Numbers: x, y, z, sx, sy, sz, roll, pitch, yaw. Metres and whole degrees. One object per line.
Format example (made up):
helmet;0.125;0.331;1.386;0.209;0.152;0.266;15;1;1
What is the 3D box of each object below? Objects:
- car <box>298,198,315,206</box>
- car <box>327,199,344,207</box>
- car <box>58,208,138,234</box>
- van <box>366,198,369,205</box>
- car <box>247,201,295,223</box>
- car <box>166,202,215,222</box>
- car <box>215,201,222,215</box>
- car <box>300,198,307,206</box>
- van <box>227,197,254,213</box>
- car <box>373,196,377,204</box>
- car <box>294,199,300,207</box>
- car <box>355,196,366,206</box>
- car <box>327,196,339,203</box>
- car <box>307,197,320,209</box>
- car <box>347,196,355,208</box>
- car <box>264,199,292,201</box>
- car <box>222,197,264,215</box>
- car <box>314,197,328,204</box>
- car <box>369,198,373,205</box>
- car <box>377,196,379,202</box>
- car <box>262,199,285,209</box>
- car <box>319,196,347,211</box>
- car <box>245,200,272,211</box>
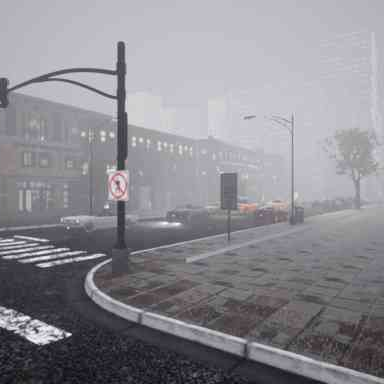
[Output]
car;21.864;1.875;63.538;2.008;1.369;4.403;0;-1;35
car;25.127;1.912;58.102;1.895;1.301;4.718;0;0;35
car;-5.525;1.667;20.063;1.895;1.301;4.718;0;0;35
van;31.898;1.698;63.241;1.690;1.788;3.998;0;-1;35
car;6.519;1.669;27.044;1.887;1.381;4.507;0;0;35
car;-0.272;1.670;27.521;1.994;1.385;4.181;0;0;36
car;2.700;1.673;36.273;1.752;1.417;4.829;0;0;35
car;18.686;1.844;59.016;2.008;1.369;4.403;0;-1;35
van;5.975;1.516;40.934;1.690;1.788;3.998;0;0;35
car;38.352;1.947;72.420;1.752;1.417;4.829;0;-1;35
car;15.508;1.814;54.496;2.008;1.369;4.403;0;-1;35
car;28.720;1.641;58.721;2.192;1.841;5.009;0;-1;35
car;34.575;1.892;81.621;1.967;1.590;4.097;0;-1;35
car;19.336;1.748;49.864;2.128;1.511;4.902;0;0;35
car;22.365;1.580;49.679;2.192;1.841;5.009;0;-1;35
car;11.412;1.683;44.081;1.882;1.535;5.008;0;0;36
car;5.539;1.506;35.783;2.097;1.767;4.553;0;0;35
car;28.219;1.826;72.579;1.967;1.590;4.097;0;-1;35
car;35.076;1.971;67.759;1.802;1.307;4.206;0;-1;35
car;41.431;2.036;76.801;1.802;1.307;4.206;0;-1;35
car;12.233;1.757;49.836;1.752;1.417;4.829;0;0;35
car;19.187;1.675;45.157;1.967;1.590;4.097;0;-1;35
car;9.153;1.754;45.454;2.008;1.369;4.403;0;0;35
